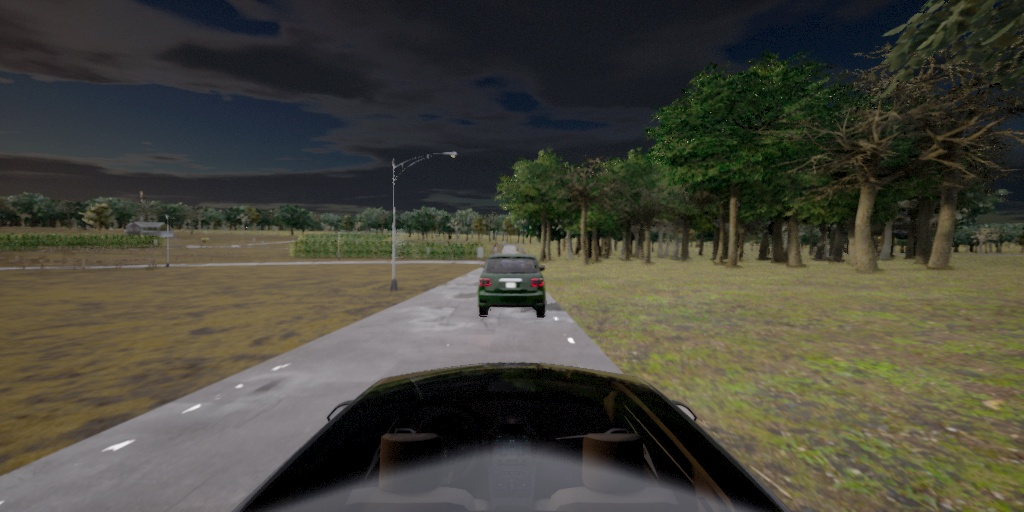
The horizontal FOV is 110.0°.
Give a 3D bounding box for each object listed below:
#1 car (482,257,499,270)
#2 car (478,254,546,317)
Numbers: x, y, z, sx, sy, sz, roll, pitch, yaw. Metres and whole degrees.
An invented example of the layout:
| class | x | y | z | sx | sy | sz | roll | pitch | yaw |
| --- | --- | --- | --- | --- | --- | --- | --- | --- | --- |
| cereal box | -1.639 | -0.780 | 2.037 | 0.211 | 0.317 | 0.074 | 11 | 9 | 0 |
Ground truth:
| class | x | y | z | sx | sy | sz | roll | pitch | yaw |
| --- | --- | --- | --- | --- | --- | --- | --- | --- | --- |
| car | -2.837 | 0.942 | 47.602 | 1.882 | 1.535 | 5.008 | 0 | 1 | 0 |
| car | 0.061 | 0.932 | 13.205 | 2.150 | 2.045 | 5.566 | 0 | 0 | 2 |
